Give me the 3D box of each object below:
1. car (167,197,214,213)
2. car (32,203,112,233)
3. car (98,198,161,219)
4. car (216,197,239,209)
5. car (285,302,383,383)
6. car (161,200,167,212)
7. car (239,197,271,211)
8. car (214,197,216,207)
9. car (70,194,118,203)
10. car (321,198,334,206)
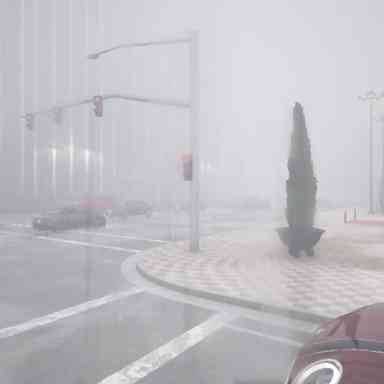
[{"bbox_3d":[-0.067,1.491,36.381,2.128,1.511,4.902,0,0,35],"label":"car"},{"bbox_3d":[-7.160,1.564,19.723,1.994,1.385,4.181,0,0,35],"label":"car"},{"bbox_3d":[-5.277,1.491,28.909,2.128,1.511,4.902,0,0,35],"label":"car"},{"bbox_3d":[5.743,1.491,44.700,2.128,1.511,4.902,0,0,35],"label":"car"},{"bbox_3d":[2.862,1.352,1.929,4.553,1.767,2.097,0,0,36],"label":"car"},{"bbox_3d":[-3.169,1.564,38.046,1.994,1.385,4.181,0,0,35],"label":"car"},{"bbox_3d":[8.233,1.352,41.828,2.097,1.767,4.553,0,0,35],"label":"car"},{"bbox_3d":[2.660,1.477,46.399,1.882,1.535,5.008,0,0,35],"label":"car"},{"bbox_3d":[-8.872,1.221,29.858,2.150,2.045,5.566,0,0,35],"label":"car"},{"bbox_3d":[22.646,1.601,56.400,1.895,1.301,4.718,0,0,34],"label":"car"}]
